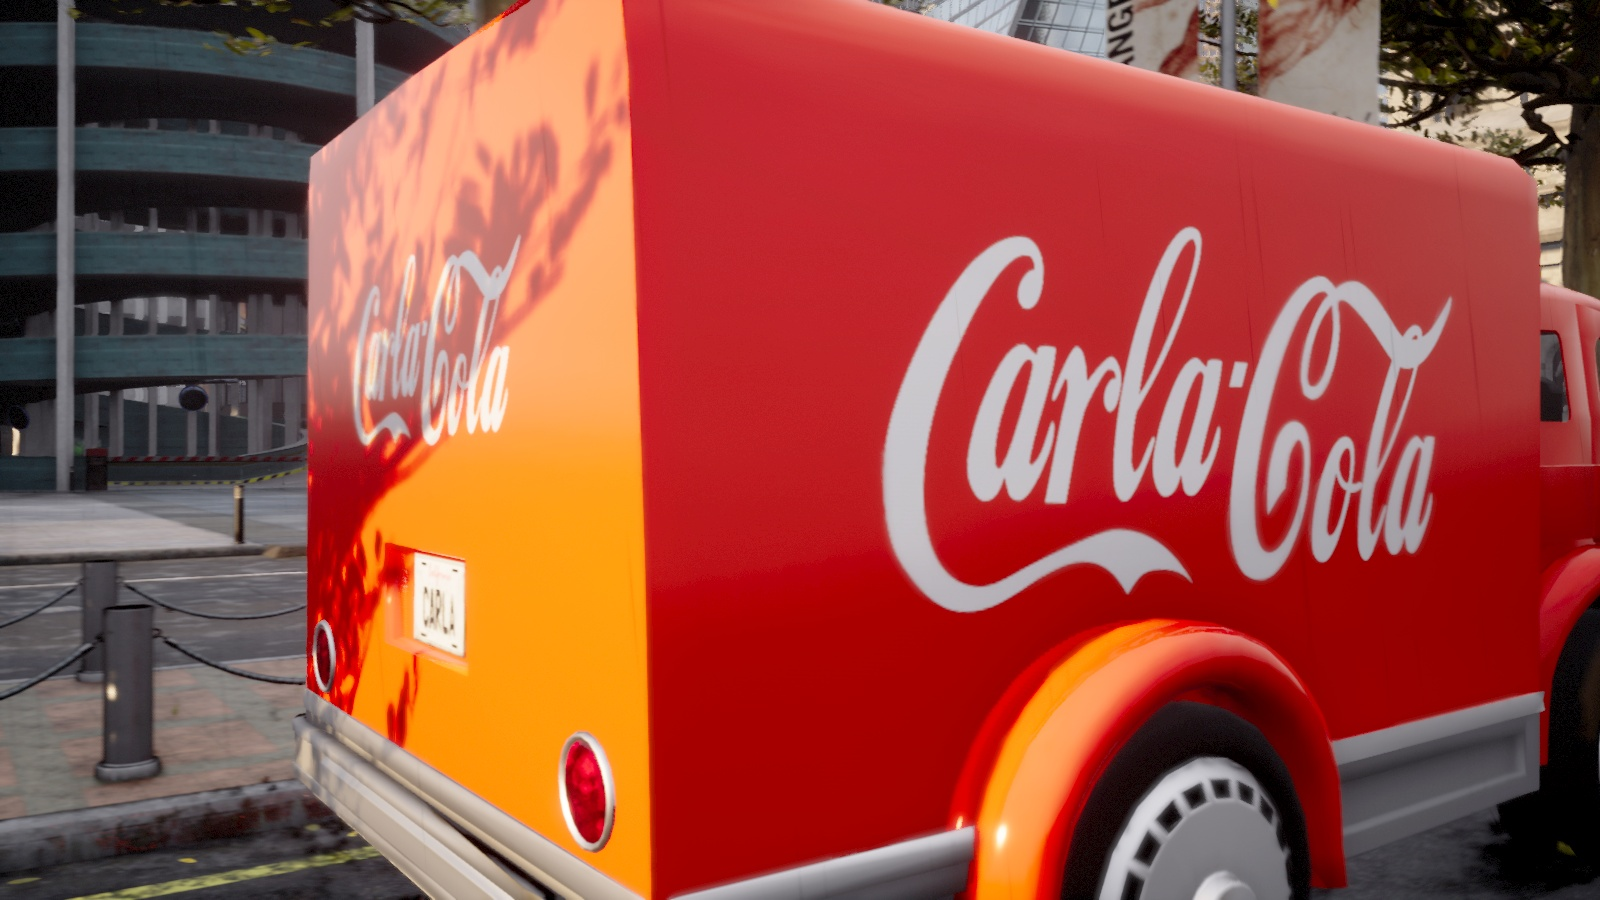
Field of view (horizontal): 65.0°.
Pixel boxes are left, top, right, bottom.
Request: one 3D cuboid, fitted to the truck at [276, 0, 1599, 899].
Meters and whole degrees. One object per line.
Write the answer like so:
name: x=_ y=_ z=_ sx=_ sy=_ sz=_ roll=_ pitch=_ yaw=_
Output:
truck: x=1.187 y=0.264 z=4.487 sx=5.204 sy=2.467 sz=2.627 roll=0 pitch=0 yaw=-35
